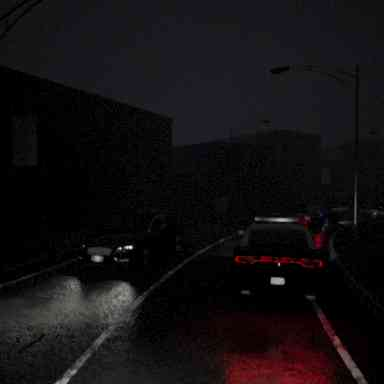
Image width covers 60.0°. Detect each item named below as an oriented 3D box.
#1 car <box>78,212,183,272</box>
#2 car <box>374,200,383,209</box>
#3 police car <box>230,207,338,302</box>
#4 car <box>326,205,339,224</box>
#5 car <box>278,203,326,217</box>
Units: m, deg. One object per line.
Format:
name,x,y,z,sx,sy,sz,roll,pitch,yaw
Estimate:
car,-1.737,1.447,10.920,2.128,1.511,4.902,0,0,17
car,25.212,1.624,42.482,4.718,1.301,1.895,0,1,-34
police car,2.174,1.408,8.547,1.930,1.638,5.238,0,0,14
car,8.324,1.506,21.973,1.812,1.442,4.674,1,0,35
car,5.408,1.326,17.150,2.097,1.767,4.553,1,0,27
